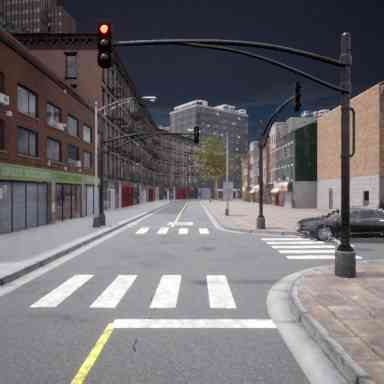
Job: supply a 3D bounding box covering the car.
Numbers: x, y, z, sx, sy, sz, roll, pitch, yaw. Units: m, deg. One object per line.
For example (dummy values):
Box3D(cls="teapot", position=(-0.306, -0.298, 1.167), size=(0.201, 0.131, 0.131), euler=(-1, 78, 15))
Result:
Box3D(cls="car", position=(7.314, 1.452, 15.215), size=(4.892, 1.490, 1.837), euler=(0, 0, 5))
